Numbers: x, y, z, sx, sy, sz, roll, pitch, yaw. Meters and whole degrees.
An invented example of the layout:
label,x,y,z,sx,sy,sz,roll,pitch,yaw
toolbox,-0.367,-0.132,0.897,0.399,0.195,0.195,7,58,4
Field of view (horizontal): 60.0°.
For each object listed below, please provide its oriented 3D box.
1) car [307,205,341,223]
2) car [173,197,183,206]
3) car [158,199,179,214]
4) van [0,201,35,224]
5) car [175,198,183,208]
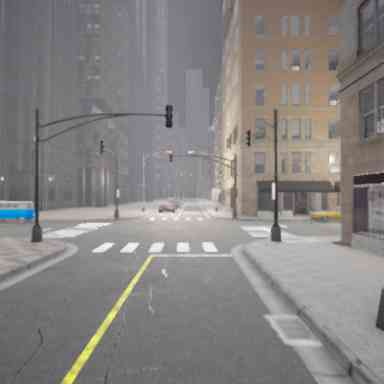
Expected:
label,x,y,z,sx,sy,sz,roll,pitch,yaw
car,12.117,1.776,27.583,4.829,1.417,1.752,0,0,-1
car,-2.998,2.016,72.108,2.097,1.767,4.553,0,0,0
car,-3.083,1.962,41.569,1.994,1.385,4.181,0,-1,0
van,-14.726,1.632,27.176,3.998,1.788,1.690,0,-1,-1
car,-3.049,2.039,57.049,2.128,1.511,4.902,0,-1,0
